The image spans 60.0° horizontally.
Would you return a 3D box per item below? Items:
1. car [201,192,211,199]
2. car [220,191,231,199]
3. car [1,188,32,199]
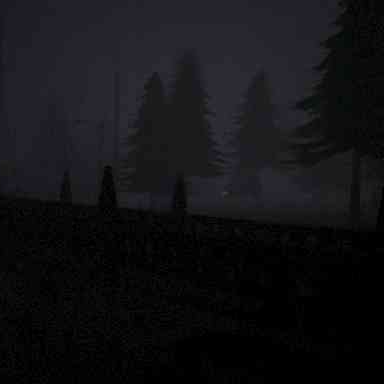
[{"bbox_3d":[1.562,0.632,57.542,1.895,1.301,4.718,3,2,37],"label":"car"},{"bbox_3d":[7.785,0.263,65.777,2.150,2.045,5.566,3,2,38],"label":"car"},{"bbox_3d":[-19.672,0.350,35.408,2.128,1.511,4.902,3,2,37],"label":"car"}]
